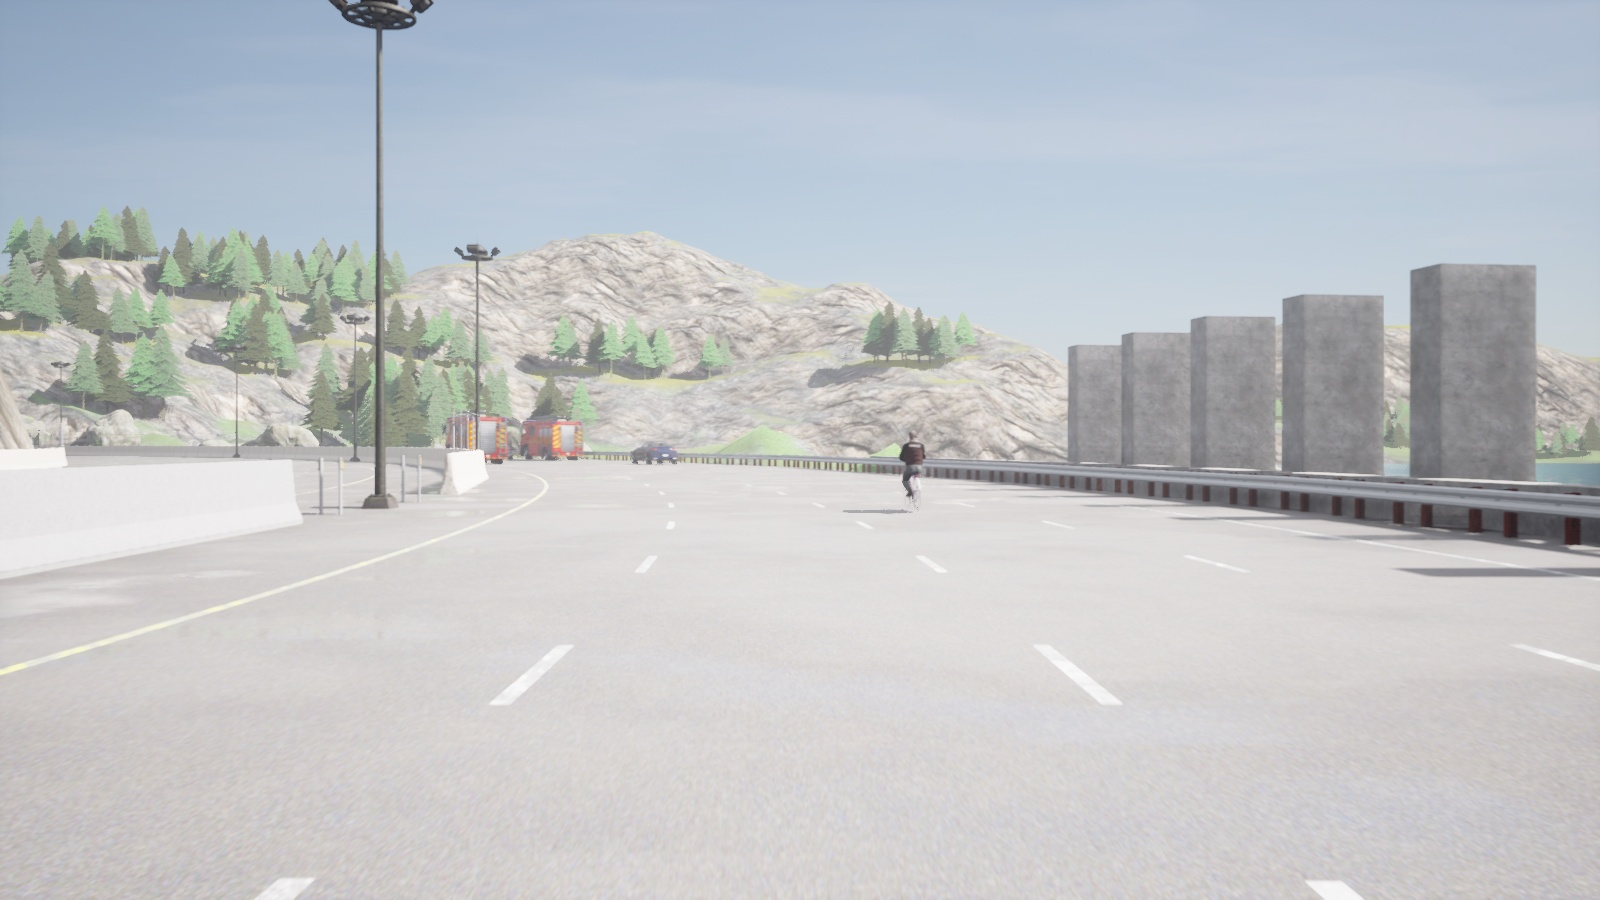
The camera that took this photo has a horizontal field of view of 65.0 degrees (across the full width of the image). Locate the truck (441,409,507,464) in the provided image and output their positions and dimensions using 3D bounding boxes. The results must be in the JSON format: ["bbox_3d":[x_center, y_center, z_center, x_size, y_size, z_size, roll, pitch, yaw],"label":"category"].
[{"bbox_3d":[-24.008,-0.956,92.214,2.891,3.827,8.468,0,0,-27],"label":"truck"}]

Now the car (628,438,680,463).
[{"bbox_3d":[-10.243,0.023,87.796,2.152,1.651,5.027,0,0,-24],"label":"car"}]

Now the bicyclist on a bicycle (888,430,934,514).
[{"bbox_3d":[2.439,0.463,27.695,0.659,1.776,1.843,0,1,-6],"label":"bicyclist on a bicycle"}]
